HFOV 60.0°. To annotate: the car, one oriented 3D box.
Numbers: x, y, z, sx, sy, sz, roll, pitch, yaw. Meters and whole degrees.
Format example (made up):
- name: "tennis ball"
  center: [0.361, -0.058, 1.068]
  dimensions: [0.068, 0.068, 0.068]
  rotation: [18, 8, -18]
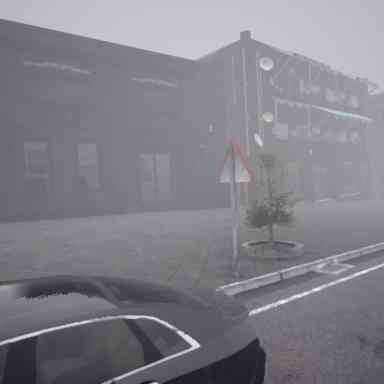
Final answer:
- name: "car"
  center: [-1.574, 1.525, 2.334]
  dimensions: [4.892, 1.490, 1.837]
  rotation: [-1, 2, -36]
